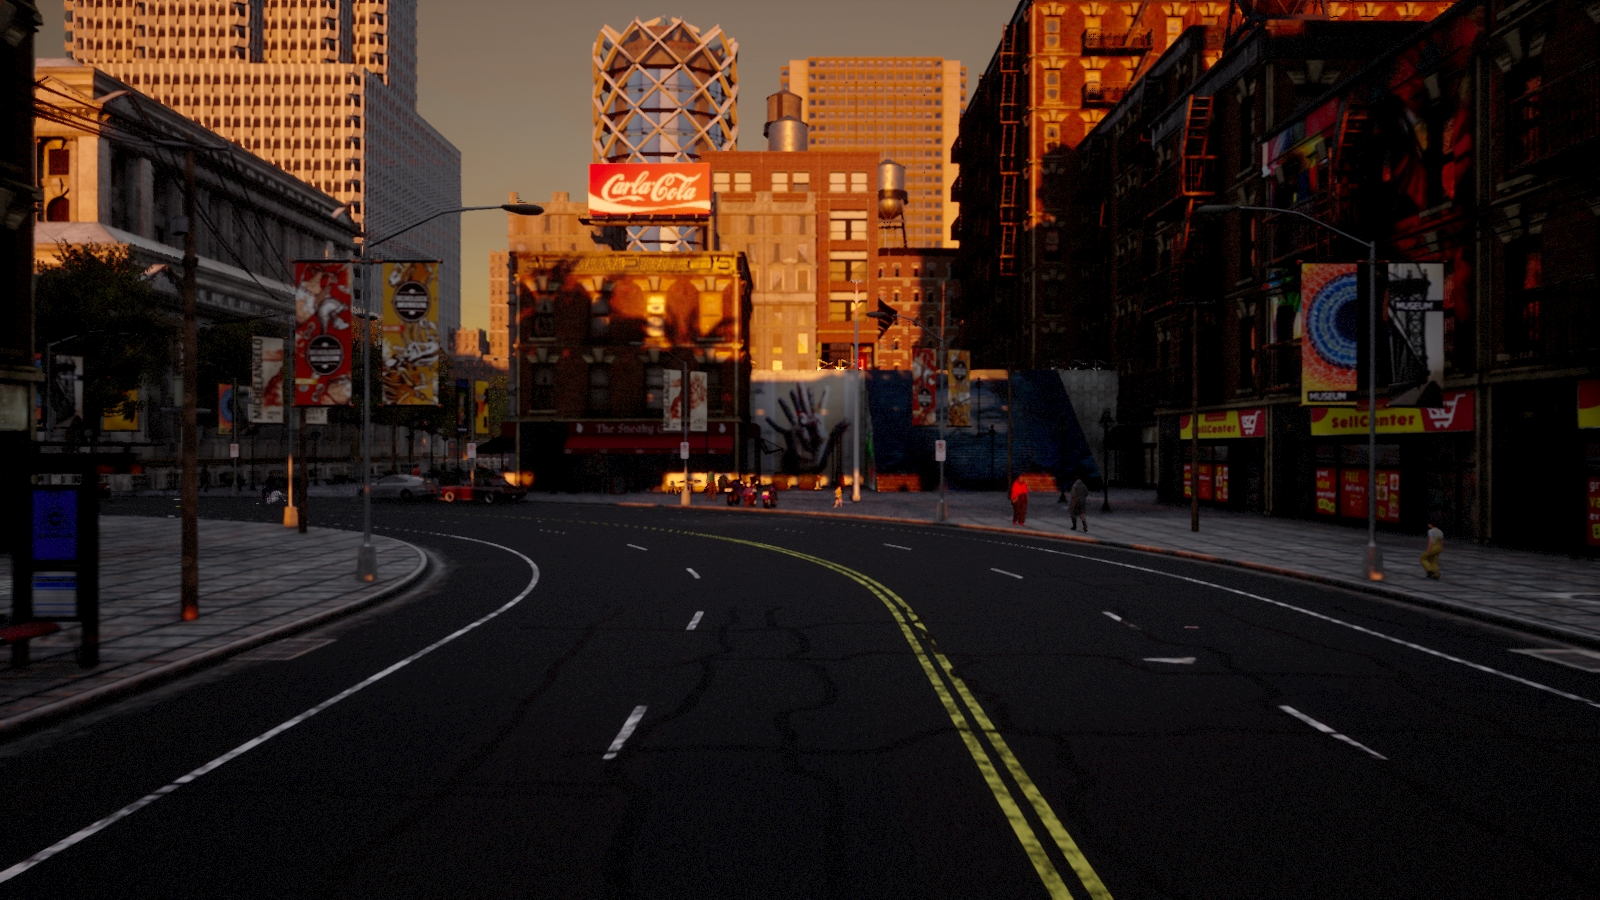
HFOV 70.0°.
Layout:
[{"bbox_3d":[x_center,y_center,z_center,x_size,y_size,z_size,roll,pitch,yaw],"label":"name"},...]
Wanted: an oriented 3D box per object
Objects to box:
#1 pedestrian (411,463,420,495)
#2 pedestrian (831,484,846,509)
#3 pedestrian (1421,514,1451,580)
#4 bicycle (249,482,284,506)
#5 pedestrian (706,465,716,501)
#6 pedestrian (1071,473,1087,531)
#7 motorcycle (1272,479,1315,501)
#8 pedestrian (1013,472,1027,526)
[{"bbox_3d":[-22.621,1.697,67.202,0.375,1.860,0.375,0,0,28],"label":"pedestrian"},{"bbox_3d":[1.714,2.076,51.093,0.500,1.100,0.500,0,0,-33],"label":"pedestrian"},{"bbox_3d":[12.975,1.977,23.314,0.375,1.300,0.375,0,0,-18],"label":"pedestrian"},{"bbox_3d":[-26.675,2.210,57.162,1.835,1.171,0.329,0,1,18],"label":"bicycle"},{"bbox_3d":[-4.555,1.697,58.628,0.375,1.860,0.375,0,0,-44],"label":"pedestrian"},{"bbox_3d":[9.100,1.696,37.237,0.375,1.860,0.375,0,0,-18],"label":"pedestrian"},{"bbox_3d":[27.396,2.213,63.425,2.033,1.145,0.803,0,0,5],"label":"motorcycle"},{"bbox_3d":[7.621,1.696,39.570,0.375,1.860,0.375,0,0,-10],"label":"pedestrian"}]
